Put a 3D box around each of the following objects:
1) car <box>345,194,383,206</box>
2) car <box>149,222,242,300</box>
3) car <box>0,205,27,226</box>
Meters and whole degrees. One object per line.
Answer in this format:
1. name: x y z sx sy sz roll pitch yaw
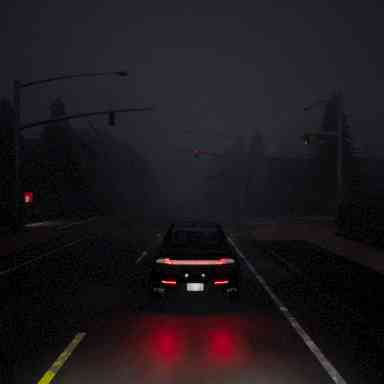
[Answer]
1. car: 15.856 1.201 28.932 5.566 2.045 2.150 0 0 -8
2. car: 0.076 1.491 8.398 2.128 1.511 4.902 0 0 0
3. car: -13.996 1.540 23.131 4.674 1.442 1.812 0 0 -2
